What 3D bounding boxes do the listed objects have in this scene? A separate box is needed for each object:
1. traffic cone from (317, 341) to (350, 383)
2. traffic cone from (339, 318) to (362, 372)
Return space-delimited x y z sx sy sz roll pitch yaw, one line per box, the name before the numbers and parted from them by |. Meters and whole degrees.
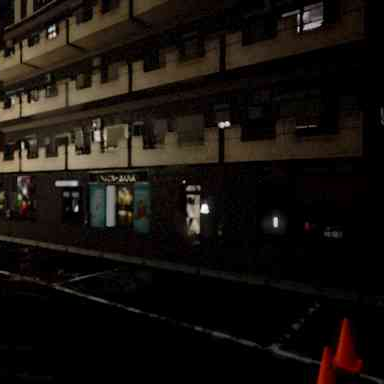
traffic cone | 1.440 1.956 3.555 0.340 0.580 0.340 0 0 36
traffic cone | 2.021 1.956 4.368 0.340 0.580 0.340 0 0 36
